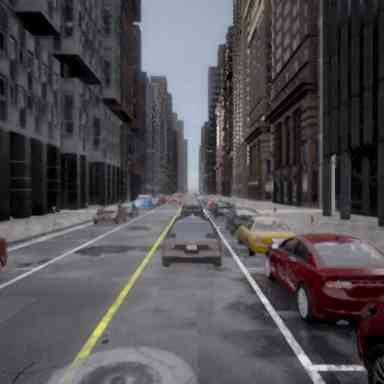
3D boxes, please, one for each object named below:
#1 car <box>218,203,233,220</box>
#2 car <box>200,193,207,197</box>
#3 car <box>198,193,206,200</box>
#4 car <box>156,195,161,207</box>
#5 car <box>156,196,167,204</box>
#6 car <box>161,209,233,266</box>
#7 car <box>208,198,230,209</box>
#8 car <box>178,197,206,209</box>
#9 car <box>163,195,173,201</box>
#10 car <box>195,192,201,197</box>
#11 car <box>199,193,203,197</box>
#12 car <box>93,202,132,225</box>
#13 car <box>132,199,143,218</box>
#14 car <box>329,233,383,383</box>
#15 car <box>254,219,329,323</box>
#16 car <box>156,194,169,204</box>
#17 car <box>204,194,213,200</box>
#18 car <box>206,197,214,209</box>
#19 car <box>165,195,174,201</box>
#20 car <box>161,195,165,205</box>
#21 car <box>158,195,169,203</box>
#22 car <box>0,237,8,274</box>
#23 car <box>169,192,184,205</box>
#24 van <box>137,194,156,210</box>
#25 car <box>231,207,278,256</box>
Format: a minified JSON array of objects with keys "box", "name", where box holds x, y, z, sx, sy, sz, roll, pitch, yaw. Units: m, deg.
[{"box":[2.759,1.528,18.270,2.008,1.369,4.403,0,0,0],"name":"car"},{"box":[2.755,1.383,51.880,1.967,1.590,4.097,0,0,0],"name":"car"},{"box":[2.750,1.232,91.092,2.192,1.841,5.009,0,0,0],"name":"car"},{"box":[-5.769,1.473,46.093,1.752,1.417,4.829,0,0,0],"name":"car"},{"box":[-5.771,1.515,63.069,1.802,1.307,4.206,0,0,0],"name":"car"},{"box":[0.023,1.533,11.430,2.033,1.411,5.357,0,0,1],"name":"car"},{"box":[2.758,1.530,29.473,1.947,1.339,4.313,0,0,0],"name":"car"},{"box":[0.041,1.472,28.583,1.837,1.490,4.892,0,0,0],"name":"car"},{"box":[-5.773,1.487,79.875,1.947,1.339,4.313,0,0,0],"name":"car"},{"box":[2.386,1.144,74.653,2.150,2.045,5.566,0,0,0],"name":"car"},{"box":[2.754,1.458,63.254,1.752,1.417,4.829,0,0,0],"name":"car"},{"box":[-5.767,1.553,23.854,1.802,1.307,4.206,0,0,0],"name":"car"},{"box":[-5.767,1.547,29.456,1.802,1.307,4.206,0,0,0],"name":"car"},{"box":[2.760,1.313,1.464,2.192,1.841,5.009,0,0,0],"name":"car"},{"box":[2.760,1.535,7.066,1.887,1.381,4.507,0,0,0],"name":"car"},{"box":[-5.771,1.252,57.466,2.192,1.841,5.009,0,0,0],"name":"car"},{"box":[2.756,1.393,40.676,1.967,1.590,4.097,0,0,0],"name":"car"},{"box":[2.757,1.541,35.075,1.802,1.307,4.206,0,0,0],"name":"car"},{"box":[-5.774,1.484,85.476,1.947,1.339,4.313,0,0,0],"name":"car"},{"box":[-5.770,1.525,51.864,1.802,1.307,4.206,0,0,0],"name":"car"},{"box":[-5.772,1.368,68.670,1.967,1.590,4.097,0,0,0],"name":"car"},{"box":[-5.765,1.536,7.048,1.887,1.381,4.507,0,0,0],"name":"car"},{"box":[-3.062,1.288,58.825,2.097,1.767,4.553,0,0,1],"name":"car"},{"box":[-5.769,1.294,40.660,1.690,1.788,3.998,0,0,0],"name":"van"},{"box":[2.759,1.509,12.838,1.752,1.417,4.829,0,0,0],"name":"car"}]
